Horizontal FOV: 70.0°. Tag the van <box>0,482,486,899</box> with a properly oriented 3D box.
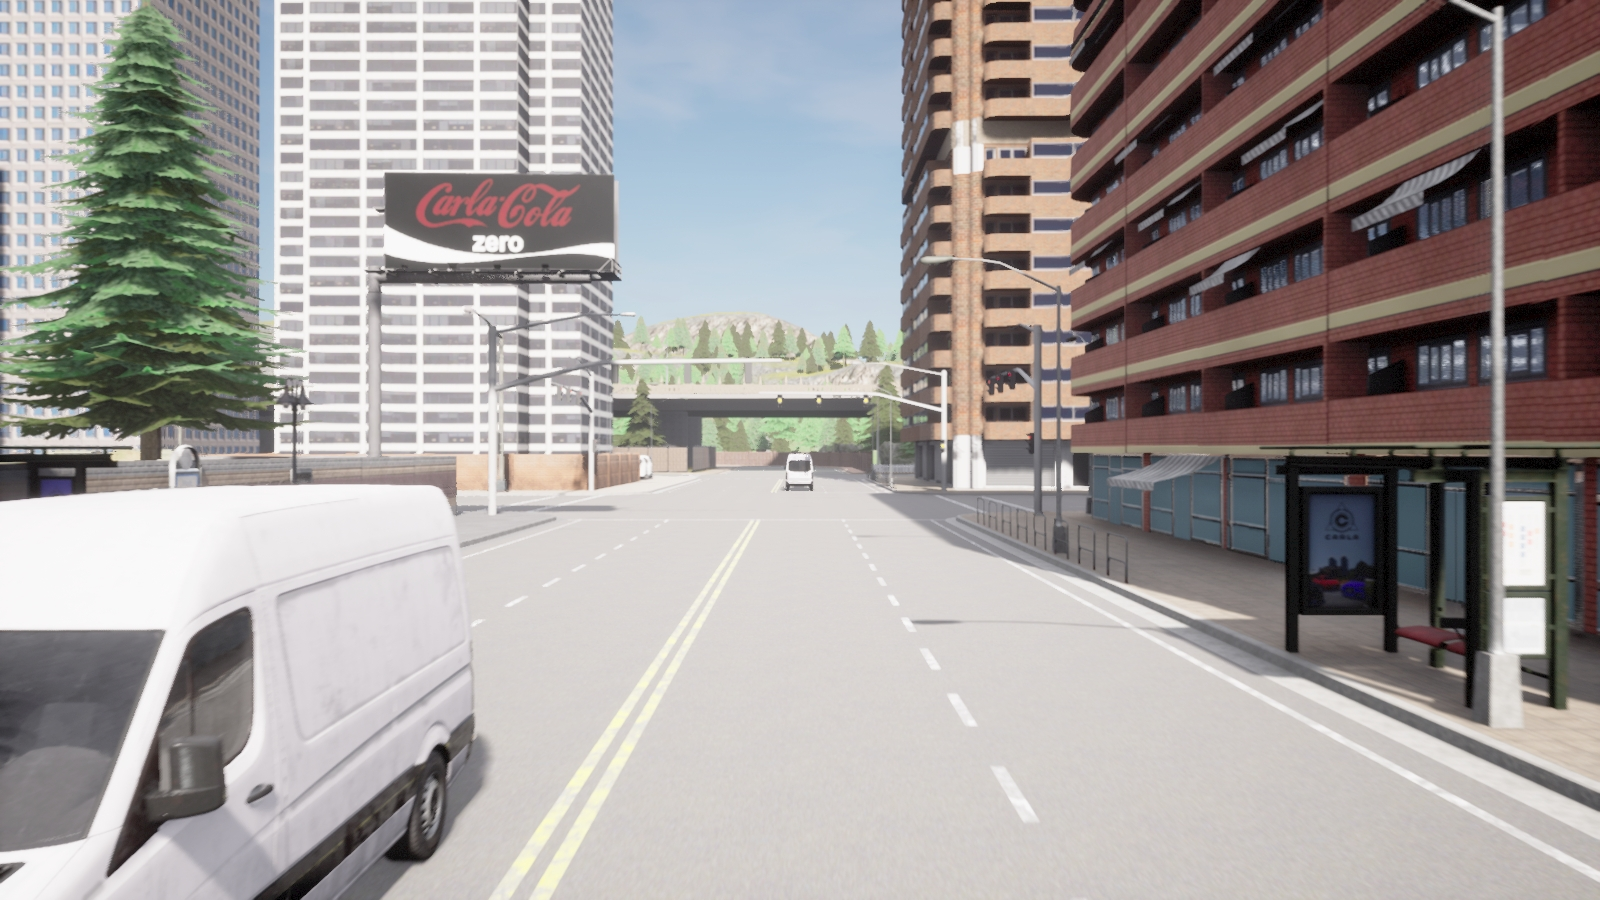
[{"bbox_3d":[-3.508,1.536,6.174,1.988,2.561,5.915,0,0,0],"label":"van"}]
